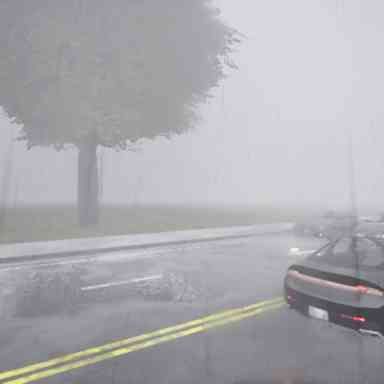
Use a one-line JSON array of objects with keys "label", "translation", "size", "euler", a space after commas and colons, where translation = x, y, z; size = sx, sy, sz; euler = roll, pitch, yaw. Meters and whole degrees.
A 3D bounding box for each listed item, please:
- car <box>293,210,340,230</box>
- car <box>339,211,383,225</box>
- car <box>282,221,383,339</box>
[{"label": "car", "translation": [6.946, 1.616, 16.624], "size": [4.181, 1.385, 1.994], "euler": [0, 0, -35]}, {"label": "car", "translation": [8.573, 1.542, 13.792], "size": [4.902, 1.511, 2.128], "euler": [0, 0, -35]}, {"label": "car", "translation": [3.767, 1.512, 6.127], "size": [4.902, 1.511, 2.128], "euler": [0, 0, -36]}]
